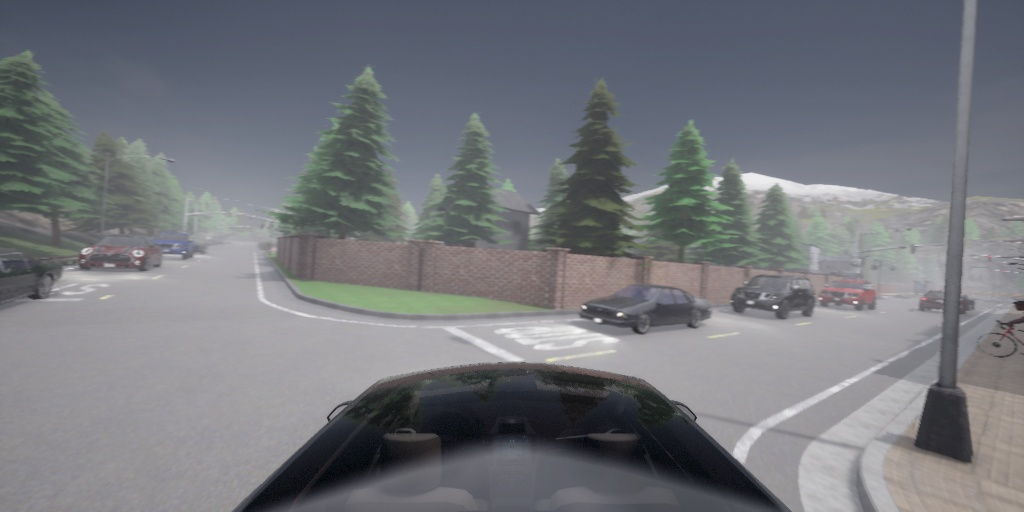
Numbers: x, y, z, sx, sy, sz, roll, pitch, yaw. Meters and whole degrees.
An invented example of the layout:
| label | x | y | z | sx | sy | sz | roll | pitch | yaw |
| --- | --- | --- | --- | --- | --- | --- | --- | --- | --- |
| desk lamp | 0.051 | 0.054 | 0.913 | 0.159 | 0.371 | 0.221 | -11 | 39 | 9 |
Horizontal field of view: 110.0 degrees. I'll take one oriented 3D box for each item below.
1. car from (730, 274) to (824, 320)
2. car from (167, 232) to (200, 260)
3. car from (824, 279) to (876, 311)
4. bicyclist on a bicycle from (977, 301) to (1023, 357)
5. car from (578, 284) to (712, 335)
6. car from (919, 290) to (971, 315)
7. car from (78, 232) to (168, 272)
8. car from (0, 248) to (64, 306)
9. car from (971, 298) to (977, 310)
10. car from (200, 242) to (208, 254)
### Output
| label | x | y | z | sx | sy | sz | roll | pitch | yaw |
| --- | --- | --- | --- | --- | --- | --- | --- | --- | --- |
| car | 13.463 | 1.979 | 18.344 | 5.566 | 2.045 | 2.150 | 4 | 0 | -35 |
| car | -26.601 | -0.843 | 28.218 | 2.150 | 2.045 | 5.566 | 4 | 0 | -36 |
| car | 24.441 | 2.752 | 26.003 | 5.566 | 2.045 | 2.150 | 4 | 0 | -34 |
| bicyclist on a bicycle | 13.808 | 2.040 | 9.590 | 0.582 | 1.620 | 1.656 | 4 | 1 | -35 |
| car | 4.755 | 1.692 | 12.272 | 5.357 | 1.411 | 2.033 | 4 | 0 | -35 |
| car | 33.637 | 3.511 | 27.949 | 4.553 | 1.767 | 2.097 | 4 | 0 | -35 |
| car | -18.926 | -0.248 | 17.567 | 2.097 | 1.767 | 4.553 | 4 | 0 | -36 |
| car | -11.569 | 0.492 | 7.326 | 1.895 | 1.301 | 4.718 | 4 | 2 | -35 |
| car | 41.957 | 4.251 | 33.791 | 4.892 | 1.490 | 1.837 | 4 | 0 | -34 |
| car | -33.612 | -0.889 | 37.969 | 1.895 | 1.301 | 4.718 | 4 | 0 | -35 |
